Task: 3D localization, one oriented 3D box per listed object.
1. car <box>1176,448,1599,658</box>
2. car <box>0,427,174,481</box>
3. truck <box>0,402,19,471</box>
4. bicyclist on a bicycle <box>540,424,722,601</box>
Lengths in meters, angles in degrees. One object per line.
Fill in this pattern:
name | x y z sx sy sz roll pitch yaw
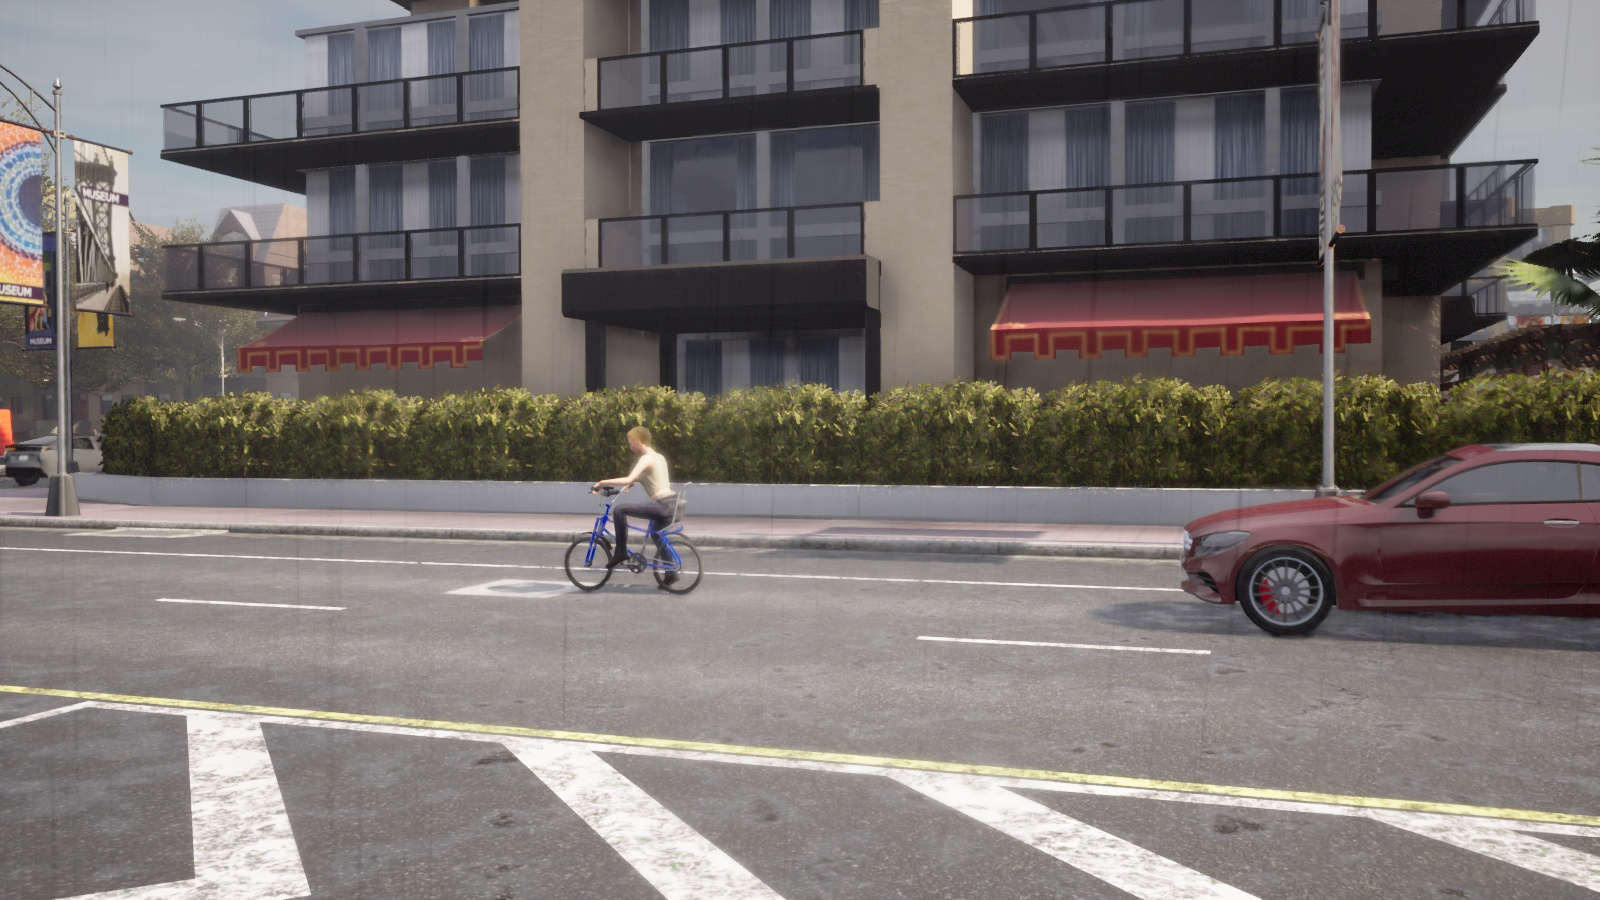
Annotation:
car | 5.401 0.716 9.787 4.674 1.442 1.812 0 1 19
car | -21.543 0.083 38.074 2.007 1.525 4.514 1 1 18
truck | -30.672 -0.476 43.900 2.627 2.467 5.204 1 1 18
bicyclist on a bicycle | -1.624 0.562 12.147 1.509 1.612 0.866 1 1 19
